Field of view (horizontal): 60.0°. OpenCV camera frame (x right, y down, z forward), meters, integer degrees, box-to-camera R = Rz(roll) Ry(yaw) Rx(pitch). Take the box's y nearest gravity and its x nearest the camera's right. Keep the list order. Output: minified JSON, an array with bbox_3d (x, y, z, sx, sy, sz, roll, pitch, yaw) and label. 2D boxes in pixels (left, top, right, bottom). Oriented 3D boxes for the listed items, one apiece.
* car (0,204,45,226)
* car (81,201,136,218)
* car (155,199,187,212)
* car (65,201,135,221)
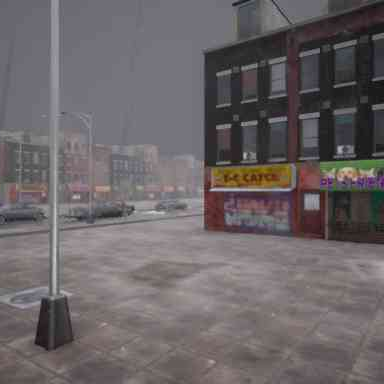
[{"bbox_3d":[-12.580,1.512,23.367,1.994,1.385,4.181,0,0,36],"label":"car"},{"bbox_3d":[-7.538,1.517,30.503,1.895,1.301,4.718,0,0,36],"label":"car"},{"bbox_3d":[-2.347,1.448,37.850,1.994,1.385,4.181,0,0,35],"label":"car"},{"bbox_3d":[-7.121,1.485,25.952,2.033,1.411,5.357,0,0,35],"label":"car"}]
